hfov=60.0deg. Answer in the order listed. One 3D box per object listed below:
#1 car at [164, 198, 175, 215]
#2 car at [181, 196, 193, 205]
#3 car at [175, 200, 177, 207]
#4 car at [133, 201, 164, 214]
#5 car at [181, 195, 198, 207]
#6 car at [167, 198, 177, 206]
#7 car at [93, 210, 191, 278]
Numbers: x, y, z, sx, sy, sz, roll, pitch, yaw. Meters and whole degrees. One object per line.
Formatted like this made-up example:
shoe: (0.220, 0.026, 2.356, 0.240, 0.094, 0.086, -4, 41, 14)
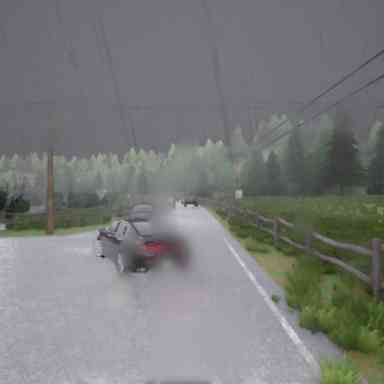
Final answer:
car: (-3.260, 1.672, 34.742, 2.128, 1.511, 4.902, 0, 0, 0)
car: (-1.161, 1.712, 69.110, 2.097, 1.767, 4.553, 0, 0, -6)
car: (-3.334, 1.771, 47.385, 1.812, 1.442, 4.674, 0, 0, -1)
car: (-3.358, 1.628, 23.738, 1.837, 1.490, 4.892, 0, 0, 1)
car: (-0.258, 1.512, 56.622, 2.150, 2.045, 5.566, 0, -1, -3)
car: (-3.888, 1.855, 63.021, 1.812, 1.442, 4.674, 0, 0, -4)
car: (-1.726, 1.556, 10.512, 1.837, 1.490, 4.892, 2, 0, -27)
